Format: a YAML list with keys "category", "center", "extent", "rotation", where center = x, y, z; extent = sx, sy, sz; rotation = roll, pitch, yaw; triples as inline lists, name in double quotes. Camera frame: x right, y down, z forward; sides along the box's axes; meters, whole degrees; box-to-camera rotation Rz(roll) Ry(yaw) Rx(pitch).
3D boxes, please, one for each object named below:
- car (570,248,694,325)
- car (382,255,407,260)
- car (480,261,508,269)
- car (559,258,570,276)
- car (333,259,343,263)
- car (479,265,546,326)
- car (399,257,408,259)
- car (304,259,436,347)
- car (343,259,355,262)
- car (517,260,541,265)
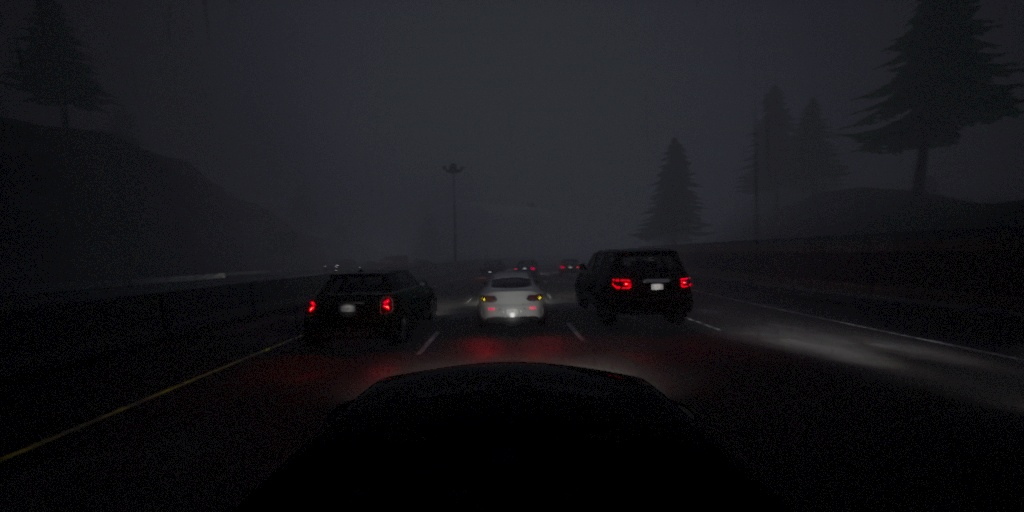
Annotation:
- category: "car"
  center: [3.472, 0.803, 11.241]
  extent: [2.150, 2.045, 5.566]
  rotation: [-1, 1, 0]
- category: "car"
  center: [-14.288, 0.954, 42.942]
  extent: [2.150, 2.045, 5.566]
  rotation: [-1, 1, 12]
- category: "car"
  center: [-1.589, 1.089, 33.790]
  extent: [1.895, 1.301, 4.718]
  rotation: [-1, 1, 9]
- category: "car"
  center: [4.979, 0.914, 30.718]
  extent: [2.033, 1.411, 5.357]
  rotation: [-1, 1, 9]
- category: "car"
  center: [-21.119, 1.188, 44.454]
  extent: [2.097, 1.767, 4.553]
  rotation: [-1, 1, 12]
- category: "car"
  center: [-0.005, 1.188, 11.179]
  extent: [1.812, 1.442, 4.674]
  rotation: [-1, 1, 0]
- category: "car"
  center: [-10.853, 1.143, 42.248]
  extent: [2.128, 1.511, 4.902]
  rotation: [-1, 1, 12]
- category: "car"
  center: [-3.469, 1.107, 9.656]
  extent: [2.097, 1.767, 4.553]
  rotation: [-1, 1, -1]
- category: "car"
  center: [-17.776, 1.297, 43.306]
  extent: [1.812, 1.442, 4.674]
  rotation: [-1, 0, 12]
- category: "car"
  center: [1.338, 1.004, 29.970]
  extent: [2.033, 1.411, 5.357]
  rotation: [-1, 1, 8]
